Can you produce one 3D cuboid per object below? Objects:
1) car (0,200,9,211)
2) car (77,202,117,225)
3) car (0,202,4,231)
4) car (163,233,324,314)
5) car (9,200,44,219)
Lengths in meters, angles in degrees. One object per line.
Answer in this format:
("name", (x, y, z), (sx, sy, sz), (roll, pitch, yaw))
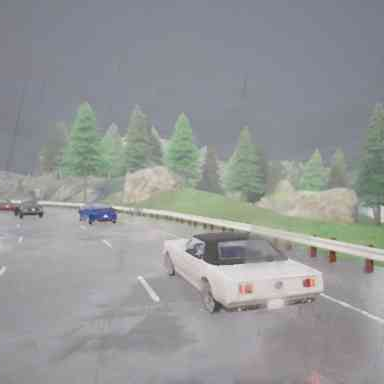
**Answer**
("car", (-21.604, 1.555, 37.921), (1.994, 1.385, 4.181), (0, 0, -43))
("car", (-7.032, 1.469, 24.383), (1.882, 1.535, 5.008), (0, 0, -30))
("car", (-10.970, 1.501, 17.114), (1.837, 1.490, 4.892), (0, 0, -28))
("car", (0.708, 1.597, 7.706), (1.895, 1.301, 4.718), (0, 0, -19))
("car", (-14.617, 1.539, 29.669), (2.033, 1.411, 5.357), (0, 0, -35))
